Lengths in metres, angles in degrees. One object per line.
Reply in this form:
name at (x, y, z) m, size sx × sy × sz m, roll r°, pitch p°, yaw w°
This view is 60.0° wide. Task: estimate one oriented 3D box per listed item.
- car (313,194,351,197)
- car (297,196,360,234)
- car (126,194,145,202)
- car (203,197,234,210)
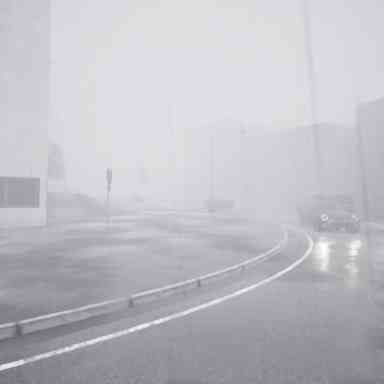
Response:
car at (10.788, 1.226, 27.214) m, size 2.150 × 2.045 × 5.566 m, roll 2°, pitch 0°, yaw -13°
car at (7.720, 1.312, 19.095) m, size 2.097 × 1.767 × 4.553 m, roll 1°, pitch 0°, yaw 2°
car at (-9.275, 0.959, 54.922) m, size 1.994 × 1.385 × 4.181 m, roll 1°, pitch 1°, yaw -32°
car at (3.231, 1.352, 41.829) m, size 1.882 × 1.535 × 5.008 m, roll 1°, pitch 0°, yaw -32°
